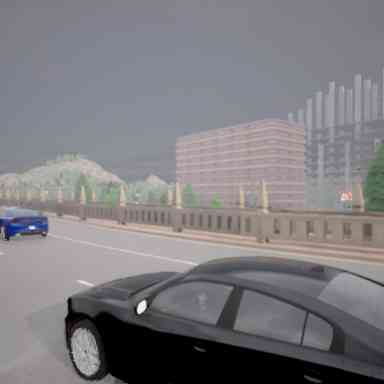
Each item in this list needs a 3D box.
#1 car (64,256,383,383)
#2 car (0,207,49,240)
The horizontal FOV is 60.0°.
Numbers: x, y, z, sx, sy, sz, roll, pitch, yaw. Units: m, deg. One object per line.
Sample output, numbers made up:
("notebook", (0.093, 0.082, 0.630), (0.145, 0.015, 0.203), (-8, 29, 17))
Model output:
("car", (0.564, 1.494, 3.750), (5.008, 1.535, 1.882), (0, 0, 36))
("car", (-9.145, 1.522, 17.351), (1.882, 1.535, 5.008), (0, 0, -43))
